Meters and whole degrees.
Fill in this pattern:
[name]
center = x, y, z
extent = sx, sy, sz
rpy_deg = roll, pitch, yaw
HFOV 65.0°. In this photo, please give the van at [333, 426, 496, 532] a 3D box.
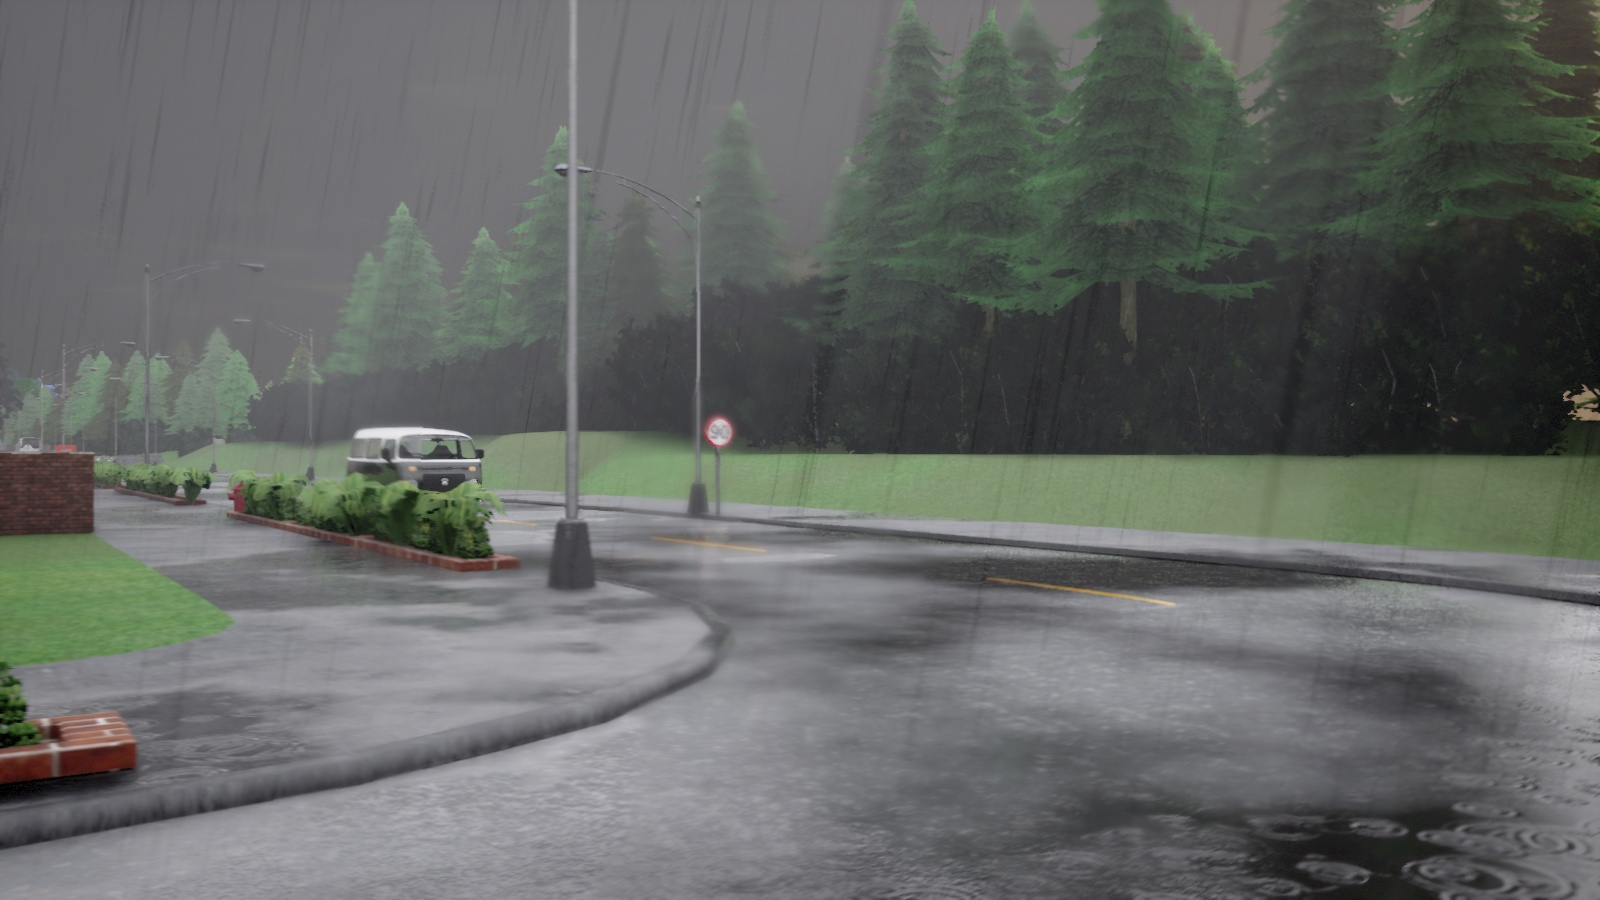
[van]
center = -8.235, 0.572, 26.559
extent = 2.069, 2.038, 4.480
rpy_deg = 0, 0, -34
